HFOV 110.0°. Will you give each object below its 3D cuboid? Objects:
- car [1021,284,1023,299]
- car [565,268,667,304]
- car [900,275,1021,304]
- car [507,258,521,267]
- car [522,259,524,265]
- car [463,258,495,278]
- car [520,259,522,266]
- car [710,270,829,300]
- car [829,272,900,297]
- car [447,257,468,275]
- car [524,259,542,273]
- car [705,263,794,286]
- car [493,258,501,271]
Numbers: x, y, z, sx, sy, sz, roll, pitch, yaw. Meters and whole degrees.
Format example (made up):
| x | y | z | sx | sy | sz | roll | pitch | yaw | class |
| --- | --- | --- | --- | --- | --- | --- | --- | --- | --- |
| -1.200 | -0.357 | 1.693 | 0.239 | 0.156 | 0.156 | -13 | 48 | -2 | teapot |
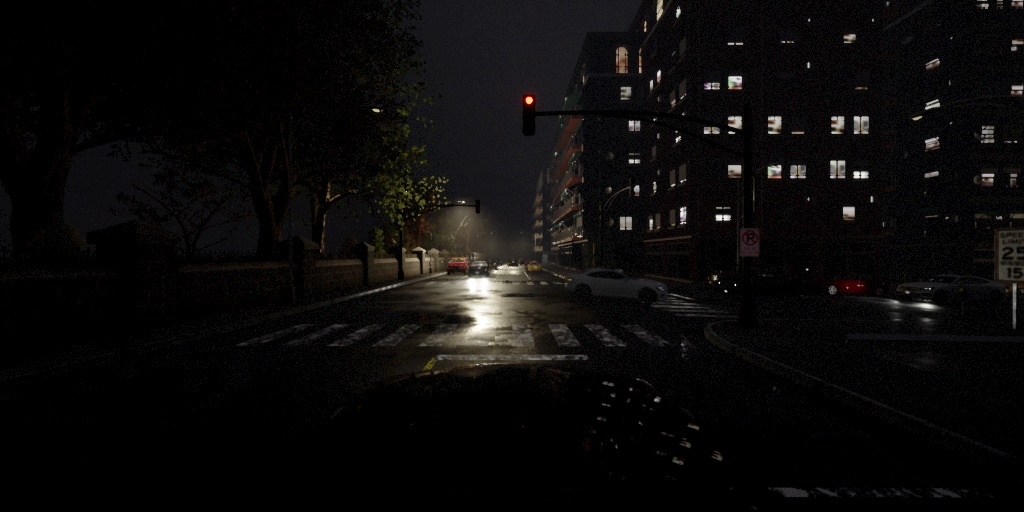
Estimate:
| x | y | z | sx | sy | sz | roll | pitch | yaw | class |
| --- | --- | --- | --- | --- | --- | --- | --- | --- | --- |
| 31.536 | 1.857 | 21.946 | 4.829 | 1.417 | 1.751 | 0 | 0 | 0 | car |
| 4.856 | 1.319 | 17.054 | 4.674 | 1.442 | 1.812 | 2 | 2 | 23 | car |
| 23.664 | 1.723 | 19.333 | 4.674 | 1.442 | 1.812 | 1 | 0 | 0 | car |
| 0.166 | 1.319 | 64.291 | 2.033 | 1.411 | 5.357 | 0 | 0 | -1 | car |
| 2.741 | 1.306 | 49.579 | 1.888 | 1.381 | 4.507 | 0 | 0 | 0 | car |
| -3.069 | 1.244 | 34.314 | 2.128 | 1.511 | 4.902 | 0 | 0 | 0 | car |
| 2.747 | 1.316 | 55.115 | 2.007 | 1.370 | 4.403 | 0 | 0 | 0 | car |
| 13.722 | 1.618 | 19.315 | 4.718 | 1.301 | 1.895 | 1 | 0 | 0 | car |
| 20.314 | 1.671 | 21.923 | 4.507 | 1.381 | 1.888 | 0 | 0 | 0 | car |
| -5.651 | 1.069 | 38.517 | 2.192 | 1.841 | 5.009 | 0 | 0 | 0 | car |
| 2.735 | 1.283 | 44.214 | 1.751 | 1.417 | 4.829 | 0 | 0 | 0 | car |
| 14.619 | 1.338 | 21.911 | 5.009 | 1.841 | 2.192 | 0 | 0 | 0 | car |
| -3.045 | 1.113 | 49.719 | 2.097 | 1.767 | 4.553 | 0 | 0 | 0 | car |
